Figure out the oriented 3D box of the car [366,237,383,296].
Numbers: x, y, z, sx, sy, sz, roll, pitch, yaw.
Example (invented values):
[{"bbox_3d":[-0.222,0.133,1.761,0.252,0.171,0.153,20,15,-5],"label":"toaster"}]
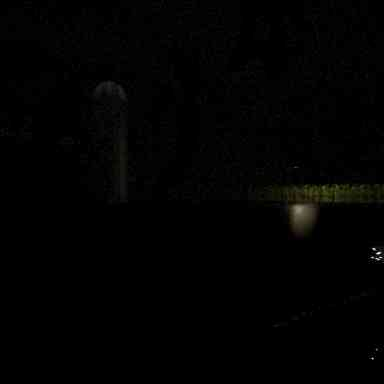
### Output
[{"bbox_3d":[6.208,1.232,7.498,5.566,2.045,2.150,0,0,-36],"label":"car"}]
